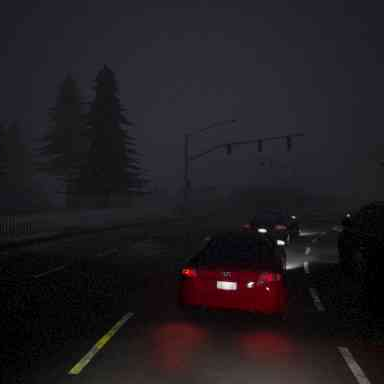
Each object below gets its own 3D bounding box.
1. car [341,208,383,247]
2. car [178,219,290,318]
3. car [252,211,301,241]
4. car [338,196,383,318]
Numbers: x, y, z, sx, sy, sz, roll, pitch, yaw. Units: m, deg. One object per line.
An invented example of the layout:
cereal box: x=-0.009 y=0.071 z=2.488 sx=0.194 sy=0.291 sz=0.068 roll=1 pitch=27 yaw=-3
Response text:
car: x=8.370 y=1.569 z=15.844 sx=1.994 sy=1.385 sz=4.181 roll=0 pitch=0 yaw=28
car: x=1.130 y=1.566 z=7.614 sx=1.994 sy=1.385 sz=4.181 roll=0 pitch=0 yaw=15
car: x=3.792 y=1.569 z=15.584 sx=1.994 sy=1.385 sz=4.181 roll=0 pitch=0 yaw=26
car: x=4.707 y=1.224 z=7.254 sx=2.150 sy=2.045 sz=5.566 roll=0 pitch=0 yaw=15
